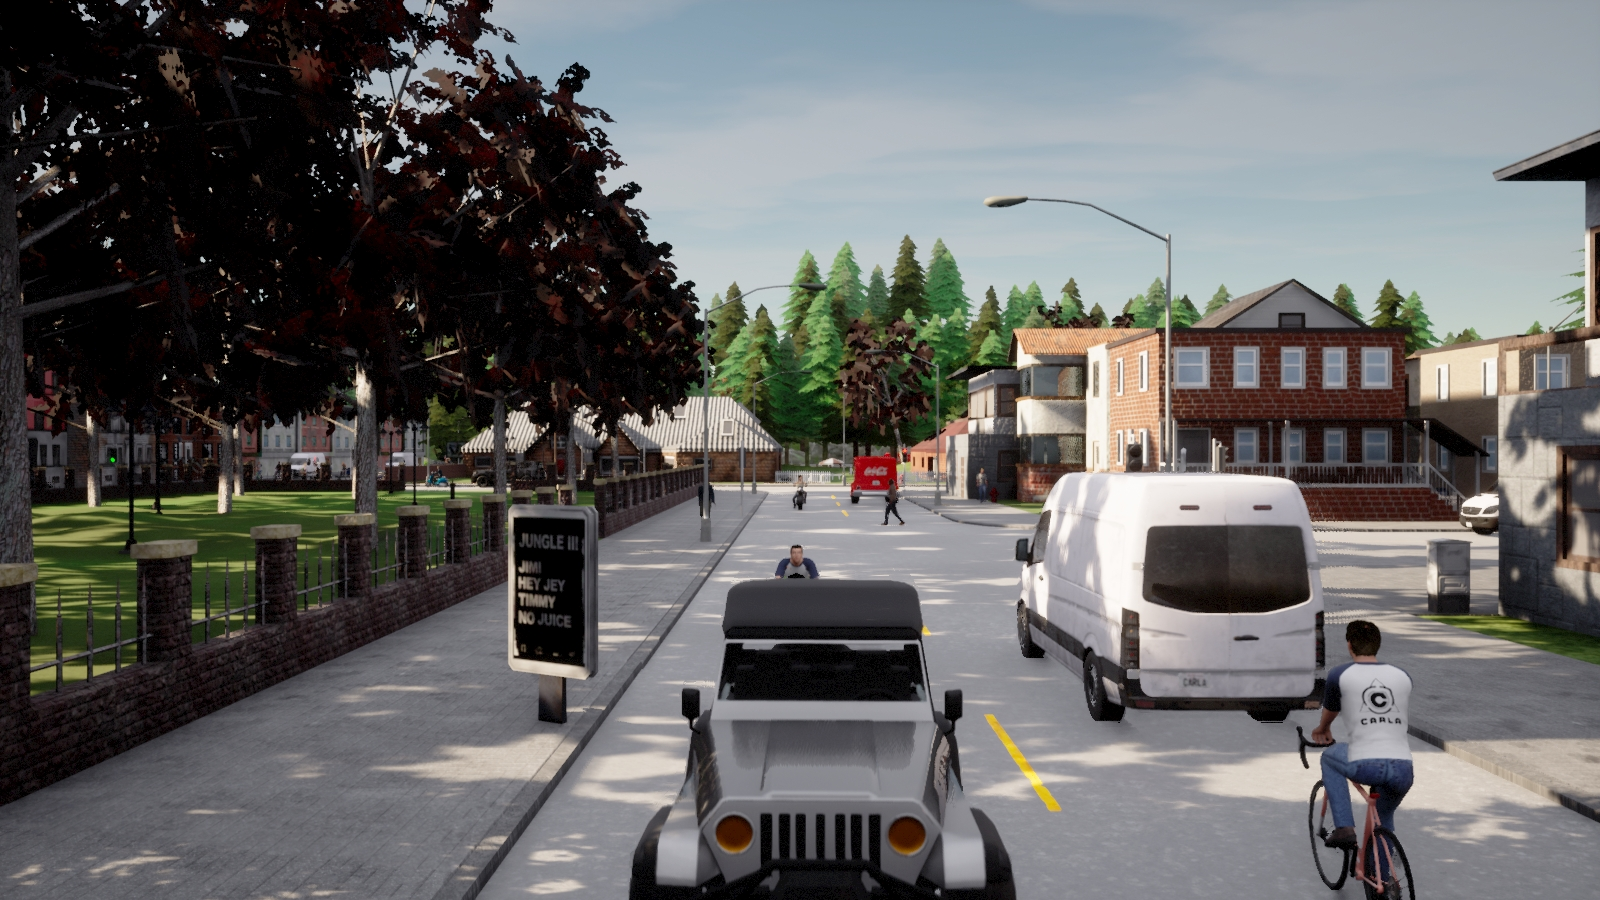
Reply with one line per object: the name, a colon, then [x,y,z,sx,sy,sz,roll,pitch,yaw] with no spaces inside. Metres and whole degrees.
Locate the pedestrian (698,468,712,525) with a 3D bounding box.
pedestrian: [-3.141,1.540,37.821,0.375,1.860,0.375,0,0,14]

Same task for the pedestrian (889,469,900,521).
pedestrian: [3.474,1.645,41.918,0.375,1.860,0.375,0,0,4]

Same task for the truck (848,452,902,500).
truck: [3.969,1.372,61.570,2.627,2.467,5.204,0,0,1]

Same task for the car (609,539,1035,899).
car: [0.140,1.641,7.039,1.905,1.878,3.866,0,0,1]

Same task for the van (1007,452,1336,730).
van: [3.999,1.321,13.612,1.988,2.561,5.915,0,0,0]

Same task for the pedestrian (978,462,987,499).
pedestrian: [9.236,1.547,57.669,0.375,1.860,0.375,0,0,-3]

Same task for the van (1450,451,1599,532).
van: [24.712,1.329,37.232,5.915,2.561,1.988,0,0,0]

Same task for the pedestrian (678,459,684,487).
pedestrian: [-8.084,1.556,77.484,0.375,1.860,0.375,0,0,0]
